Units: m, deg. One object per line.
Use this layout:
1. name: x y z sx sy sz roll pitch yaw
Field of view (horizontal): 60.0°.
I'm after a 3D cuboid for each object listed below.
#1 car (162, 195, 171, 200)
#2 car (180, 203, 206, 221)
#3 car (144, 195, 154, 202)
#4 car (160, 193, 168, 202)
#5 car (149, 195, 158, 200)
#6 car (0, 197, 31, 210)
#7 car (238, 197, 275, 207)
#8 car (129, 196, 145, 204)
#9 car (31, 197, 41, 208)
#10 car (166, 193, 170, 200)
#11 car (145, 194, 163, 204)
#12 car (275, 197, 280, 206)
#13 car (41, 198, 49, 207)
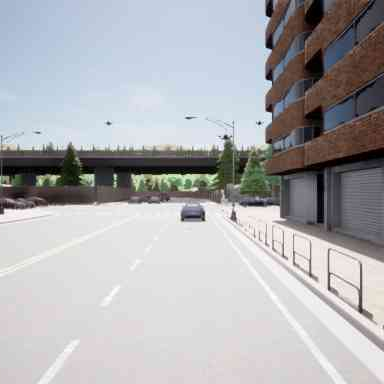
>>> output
1. car: -7.031 1.552 92.008 1.994 1.385 4.181 0 0 0
2. car: 0.084 1.564 27.423 1.994 1.385 4.181 0 0 0
3. car: -10.504 1.524 80.682 1.812 1.442 4.674 0 0 0
4. car: -7.004 1.540 72.070 2.033 1.411 5.357 0 0 0
5. car: -10.522 1.524 91.007 1.812 1.442 4.674 0 0 0
6. car: -22.698 1.470 40.567 4.674 1.442 1.812 0 0 0
7. car: 9.038 1.545 47.799 4.718 1.301 1.895 0 0 1
8. car: -10.559 1.525 62.244 1.812 1.442 4.674 0 0 0
9. car: -22.907 1.508 44.067 4.181 1.385 1.994 0 0 0
10. car: -7.004 1.225 82.165 2.150 2.045 5.566 0 0 0
11. car: -7.061 1.564 62.841 1.994 1.385 4.181 0 0 0
12. car: 12.216 1.492 51.147 5.357 1.411 2.033 0 0 2
13. car: -23.297 1.422 47.785 5.008 1.535 1.882 0 0 0
